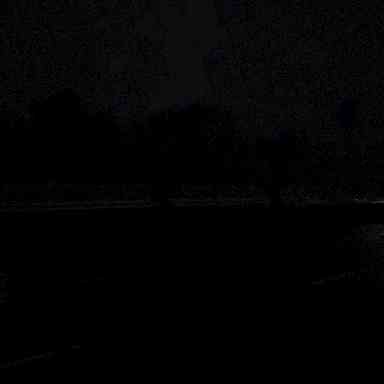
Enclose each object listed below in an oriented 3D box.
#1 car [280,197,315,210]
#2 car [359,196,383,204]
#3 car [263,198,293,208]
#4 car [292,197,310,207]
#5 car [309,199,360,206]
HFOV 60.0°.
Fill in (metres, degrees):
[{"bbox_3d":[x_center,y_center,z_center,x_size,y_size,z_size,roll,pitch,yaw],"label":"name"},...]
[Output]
[{"bbox_3d":[14.019,1.481,44.050,4.892,1.490,1.837,0,0,-35],"label":"car"},{"bbox_3d":[26.303,1.568,48.481,4.718,1.301,1.895,0,0,-35],"label":"car"},{"bbox_3d":[9.973,1.485,36.887,4.892,1.490,1.837,0,0,-35],"label":"car"},{"bbox_3d":[12.983,1.505,34.733,4.674,1.442,1.812,0,0,-35],"label":"car"},{"bbox_3d":[13.168,1.545,30.569,4.181,1.385,1.994,0,0,-35],"label":"car"}]
